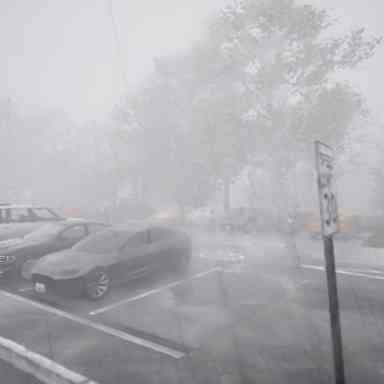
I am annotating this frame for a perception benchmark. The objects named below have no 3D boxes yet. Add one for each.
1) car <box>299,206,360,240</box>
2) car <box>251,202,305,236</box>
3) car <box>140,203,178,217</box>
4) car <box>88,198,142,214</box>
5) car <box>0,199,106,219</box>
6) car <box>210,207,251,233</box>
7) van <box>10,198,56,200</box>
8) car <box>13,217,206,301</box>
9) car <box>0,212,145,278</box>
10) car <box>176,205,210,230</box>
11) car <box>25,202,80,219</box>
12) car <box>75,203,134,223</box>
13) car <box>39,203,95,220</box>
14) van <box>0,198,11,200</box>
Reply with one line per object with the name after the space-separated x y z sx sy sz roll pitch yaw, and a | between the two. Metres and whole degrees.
7.903 1.647 18.318 2.097 1.535 5.008 -1 0 36 | car
5.681 1.542 19.976 2.185 1.767 4.553 -1 0 36 | car
-1.071 1.724 24.608 1.946 1.575 5.366 -1 0 36 | car
-5.430 1.516 28.036 2.435 2.045 5.566 -1 0 36 | car
-6.397 1.464 12.576 2.435 2.045 5.566 -1 0 36 | car
3.505 1.716 21.480 2.163 1.488 4.792 -1 0 36 | car
-16.700 1.679 36.046 1.878 1.987 4.442 -1 -1 36 | van
-1.936 1.704 9.268 2.163 1.488 4.792 -1 0 36 | car
-4.163 1.695 10.926 2.097 1.535 5.008 -1 0 36 | car
1.279 1.747 23.129 2.002 1.452 4.674 -1 0 36 | car
-14.390 1.896 34.539 2.163 1.488 4.792 -1 -1 36 | car
-7.703 1.817 29.615 2.163 1.488 4.792 -1 0 36 | car
-12.254 1.866 32.989 2.163 1.488 4.792 -1 0 36 | car
-21.064 1.765 39.491 1.878 1.987 4.442 -1 -1 36 | van
